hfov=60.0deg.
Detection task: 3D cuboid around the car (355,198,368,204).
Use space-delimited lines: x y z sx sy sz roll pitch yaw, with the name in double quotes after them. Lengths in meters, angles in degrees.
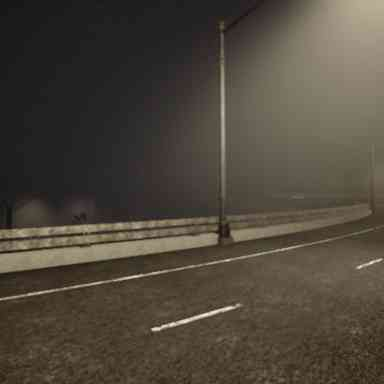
39.731 2.095 78.111 1.837 1.490 4.892 0 -1 7 "car"
